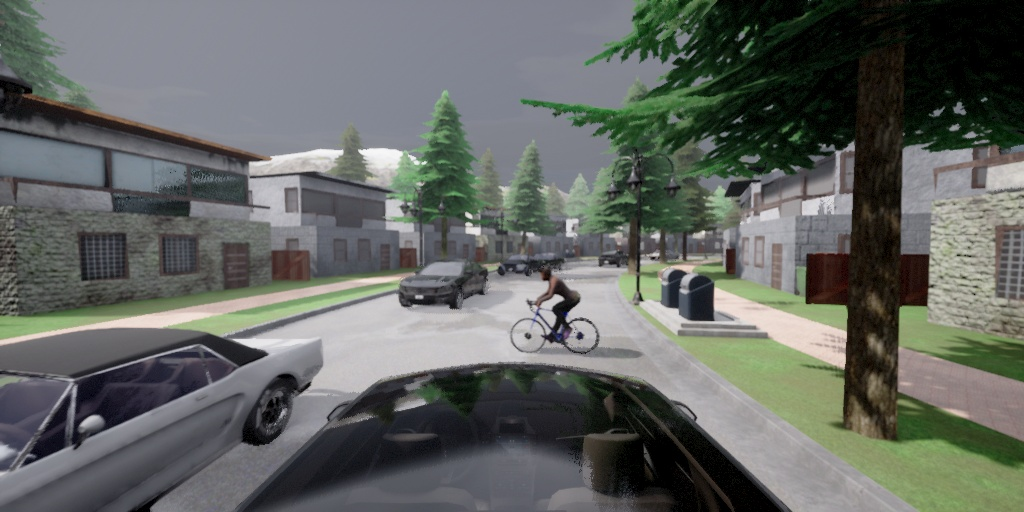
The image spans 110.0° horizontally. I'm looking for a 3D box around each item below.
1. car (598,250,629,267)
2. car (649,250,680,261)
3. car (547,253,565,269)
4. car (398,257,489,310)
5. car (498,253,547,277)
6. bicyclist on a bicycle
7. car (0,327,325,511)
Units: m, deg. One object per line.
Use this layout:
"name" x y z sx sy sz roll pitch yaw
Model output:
"car" 9.357 0.186 32.646 1.837 1.490 4.892 1 2 32
"car" 18.844 -0.119 44.068 4.718 1.301 1.895 -2 3 -43
"car" 2.558 0.450 27.932 1.895 1.301 4.718 1 2 25
"car" -2.235 0.846 12.903 1.882 1.535 5.008 0 2 11
"car" 0.611 0.562 23.755 1.994 1.385 4.181 1 2 21
"bicyclist on a bicycle" 0.779 1.022 6.613 1.656 1.620 0.582 0 2 5
"car" -3.417 1.330 2.414 1.895 1.301 4.718 0 2 2
